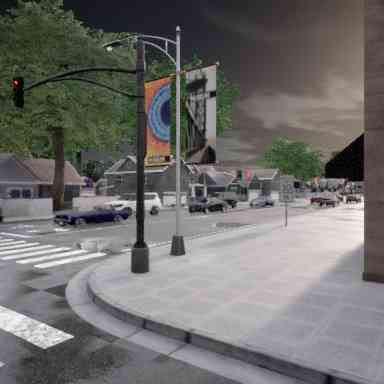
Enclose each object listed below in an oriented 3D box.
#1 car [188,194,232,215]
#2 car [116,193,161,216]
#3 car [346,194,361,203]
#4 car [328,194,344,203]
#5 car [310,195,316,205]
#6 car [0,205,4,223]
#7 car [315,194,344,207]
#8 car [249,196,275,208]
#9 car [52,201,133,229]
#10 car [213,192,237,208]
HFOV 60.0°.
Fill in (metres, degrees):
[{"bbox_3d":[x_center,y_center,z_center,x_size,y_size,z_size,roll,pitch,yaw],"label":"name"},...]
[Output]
[{"bbox_3d":[1.603,1.309,32.342,1.882,1.535,5.008,0,1,36],"label":"car"},{"bbox_3d":[-5.024,1.088,28.655,2.150,2.045,5.566,0,0,36],"label":"car"},{"bbox_3d":[28.276,1.155,58.143,1.837,1.490,4.892,0,0,36],"label":"car"},{"bbox_3d":[26.664,1.146,61.473,1.837,1.490,4.892,0,0,36],"label":"car"},{"bbox_3d":[20.029,1.171,52.192,1.882,1.535,5.008,0,0,36],"label":"car"},{"bbox_3d":[-13.011,1.169,17.508,2.150,2.045,5.566,0,0,36],"label":"car"},{"bbox_3d":[18.402,1.236,44.330,1.837,1.490,4.892,0,0,36],"label":"car"},{"bbox_3d":[9.037,1.253,42.700,2.128,1.511,4.902,0,0,36],"label":"car"},{"bbox_3d":[-6.356,1.509,21.228,1.895,1.301,4.718,0,0,36],"label":"car"},{"bbox_3d":[3.481,1.007,40.530,2.150,2.045,5.566,0,1,35],"label":"car"}]
